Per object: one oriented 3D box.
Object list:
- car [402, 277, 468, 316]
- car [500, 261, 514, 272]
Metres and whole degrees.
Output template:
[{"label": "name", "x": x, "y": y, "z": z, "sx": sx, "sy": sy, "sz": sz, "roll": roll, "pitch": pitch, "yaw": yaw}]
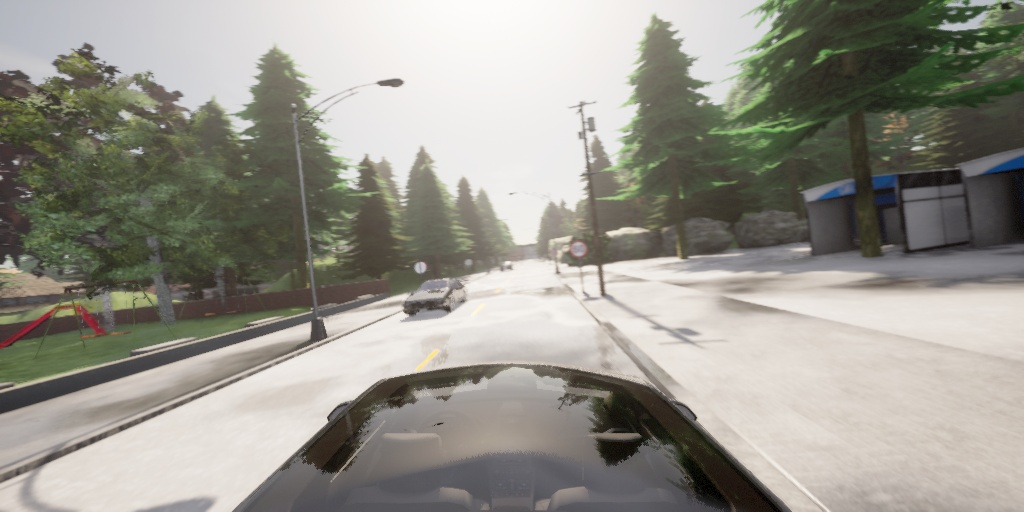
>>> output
[{"label": "car", "x": -3.350, "y": 1.750, "z": 16.743, "sx": 2.033, "sy": 1.411, "sz": 5.357, "roll": -7, "pitch": 0, "yaw": 4}, {"label": "car", "x": -0.810, "y": 1.589, "z": 55.899, "sx": 2.128, "sy": 1.511, "sz": 4.902, "roll": -7, "pitch": 0, "yaw": 4}]
